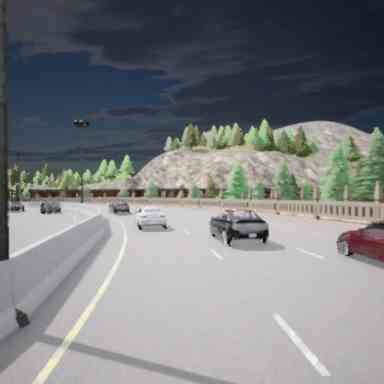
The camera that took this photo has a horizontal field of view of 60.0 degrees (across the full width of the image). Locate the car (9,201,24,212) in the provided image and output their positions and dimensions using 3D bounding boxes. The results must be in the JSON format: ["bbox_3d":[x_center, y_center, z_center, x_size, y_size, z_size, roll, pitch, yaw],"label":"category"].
[{"bbox_3d":[-25.846,2.052,48.628,2.128,1.511,4.902,0,-1,-33],"label":"car"}]

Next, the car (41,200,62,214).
[{"bbox_3d":[-17.443,1.766,41.179,2.097,1.767,4.553,0,0,-27],"label":"car"}]

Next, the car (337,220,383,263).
[{"bbox_3d":[6.360,1.548,10.237,1.812,1.442,4.674,0,0,-5],"label":"car"}]

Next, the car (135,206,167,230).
[{"bbox_3d":[-2.846,1.680,22.506,1.812,1.442,4.674,0,0,-13],"label":"car"}]

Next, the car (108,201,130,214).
[{"bbox_3d":[-8.718,1.813,39.574,2.128,1.511,4.902,0,-1,-24],"label":"car"}]

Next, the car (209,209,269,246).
[{"bbox_3d":[2.070,1.571,15.837,2.128,1.511,4.902,0,0,-9],"label":"car"}]
